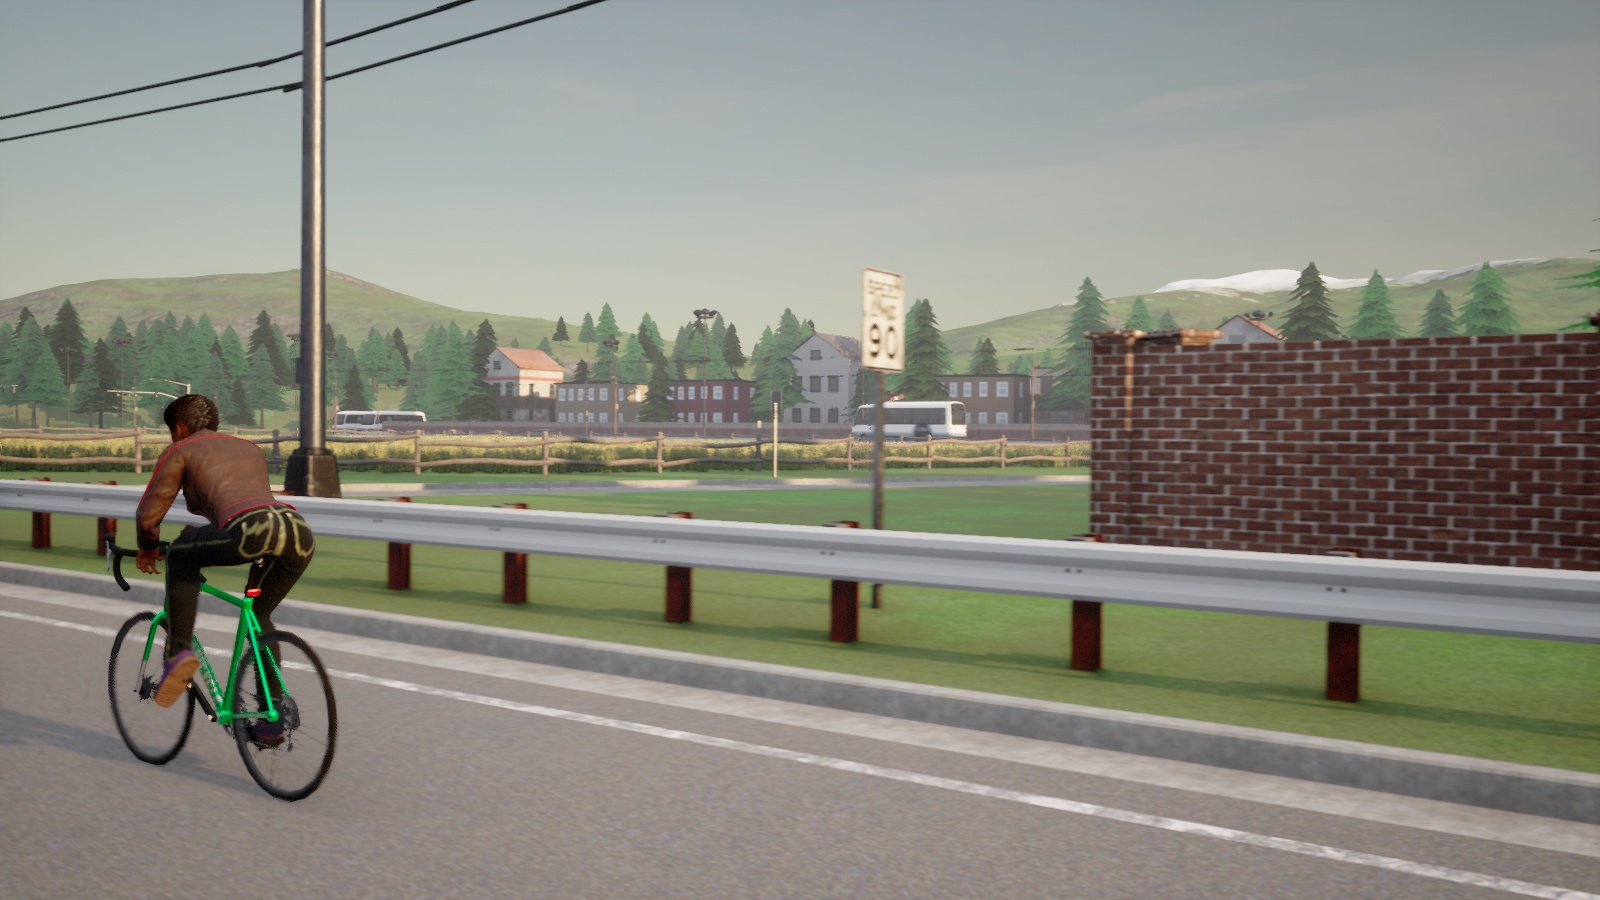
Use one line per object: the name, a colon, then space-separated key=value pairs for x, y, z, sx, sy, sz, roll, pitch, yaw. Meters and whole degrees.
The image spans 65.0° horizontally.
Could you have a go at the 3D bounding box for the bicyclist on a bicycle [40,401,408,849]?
bicyclist on a bicycle: x=-2.435 y=0.635 z=5.240 sx=1.656 sy=1.620 sz=0.582 roll=0 pitch=1 yaw=34
